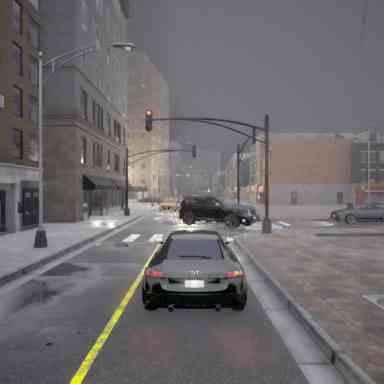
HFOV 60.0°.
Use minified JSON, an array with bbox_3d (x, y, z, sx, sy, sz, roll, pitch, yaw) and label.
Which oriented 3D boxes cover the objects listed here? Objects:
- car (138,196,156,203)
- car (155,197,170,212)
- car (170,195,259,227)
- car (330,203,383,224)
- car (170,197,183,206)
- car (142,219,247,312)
[{"bbox_3d":[-8.935,1.590,69.961,4.674,1.442,1.812,0,0,9],"label":"car"},{"bbox_3d":[-2.820,1.486,39.149,1.882,1.535,5.008,0,0,0],"label":"car"},{"bbox_3d":[1.586,1.219,21.909,5.566,2.045,2.150,0,2,37],"label":"car"},{"bbox_3d":[12.069,1.513,23.583,4.181,1.385,1.994,0,0,0],"label":"car"},{"bbox_3d":[-2.720,1.568,58.426,2.033,1.411,5.357,0,0,0],"label":"car"},{"bbox_3d":[0.057,1.564,7.781,1.994,1.385,4.181,0,0,0],"label":"car"}]
